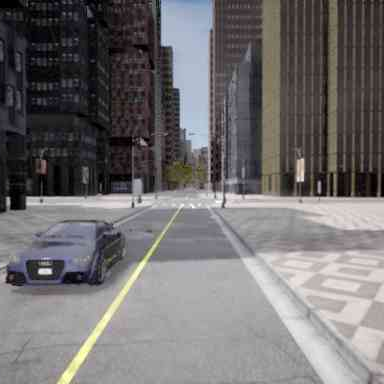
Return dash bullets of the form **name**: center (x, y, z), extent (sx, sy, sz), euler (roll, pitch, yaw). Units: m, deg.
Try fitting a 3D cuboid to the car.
- **car**: center (-3.057, 1.446, 8.933), extent (1.994, 1.385, 4.181), euler (0, 1, 0)
